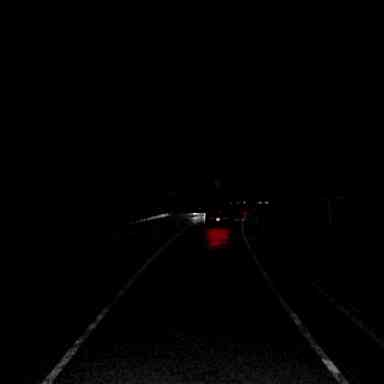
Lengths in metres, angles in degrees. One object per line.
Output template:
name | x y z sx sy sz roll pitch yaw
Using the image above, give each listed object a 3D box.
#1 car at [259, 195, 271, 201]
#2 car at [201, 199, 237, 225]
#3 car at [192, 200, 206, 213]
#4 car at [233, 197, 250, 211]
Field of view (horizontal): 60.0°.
car | 16.851 1.389 76.733 1.895 1.301 4.718 -3 -1 26
car | 2.064 1.525 23.981 1.837 1.490 4.892 -1 0 9
car | 1.324 1.665 38.363 1.994 1.385 4.181 -2 0 15
car | 6.048 1.348 41.530 2.097 1.767 4.553 -2 0 16
